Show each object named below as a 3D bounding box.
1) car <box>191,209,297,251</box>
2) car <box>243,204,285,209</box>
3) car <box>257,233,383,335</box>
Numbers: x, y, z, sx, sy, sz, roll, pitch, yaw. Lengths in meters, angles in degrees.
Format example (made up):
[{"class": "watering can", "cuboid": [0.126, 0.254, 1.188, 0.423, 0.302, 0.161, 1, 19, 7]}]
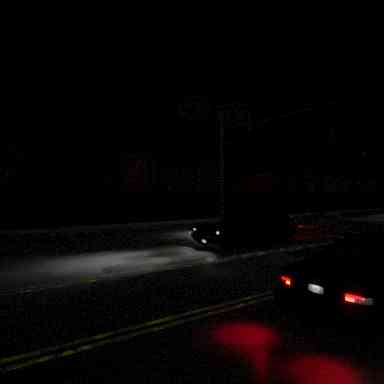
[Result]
[{"class": "car", "cuboid": [2.275, 1.601, 14.211, 4.718, 1.301, 1.895, 0, 0, -35]}, {"class": "car", "cuboid": [3.924, 1.505, 19.686, 4.892, 1.490, 1.837, 0, 0, -35]}, {"class": "car", "cuboid": [3.967, 1.547, 6.600, 5.357, 1.411, 2.033, 0, 0, -35]}]
